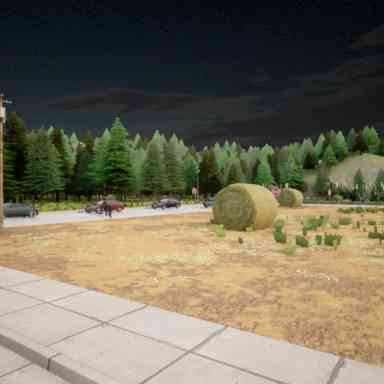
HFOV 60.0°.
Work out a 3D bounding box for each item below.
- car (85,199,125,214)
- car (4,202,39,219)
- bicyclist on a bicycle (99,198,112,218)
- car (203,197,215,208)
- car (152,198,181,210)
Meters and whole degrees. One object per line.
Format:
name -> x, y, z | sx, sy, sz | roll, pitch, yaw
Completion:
car -> -9.454, 1.552, 36.333 | 1.812, 1.442, 4.674 | 0, 0, 36
car -> -15.367, 1.591, 28.341 | 1.994, 1.385, 4.181 | 0, 0, 36
bicyclist on a bicycle -> -7.034, 1.327, 27.028 | 1.656, 1.620, 0.582 | 0, 0, 36
car -> 3.501, 1.518, 47.782 | 2.128, 1.511, 4.902 | 0, 0, 37
car -> -3.373, 1.552, 44.560 | 1.812, 1.442, 4.674 | 0, 0, 37
